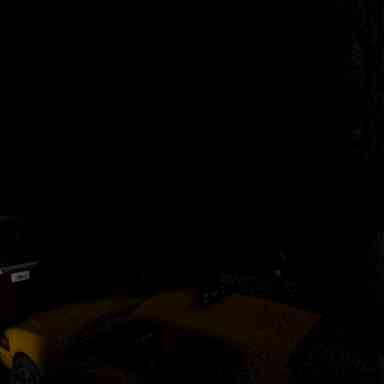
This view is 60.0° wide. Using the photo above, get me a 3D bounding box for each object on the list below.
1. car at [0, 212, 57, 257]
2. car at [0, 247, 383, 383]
[{"bbox_3d":[-4.445,1.313,6.247,5.009,1.841,2.192,0,1,36],"label":"car"},{"bbox_3d":[-0.038,1.525,3.100,4.829,1.417,1.752,0,1,36],"label":"car"}]
